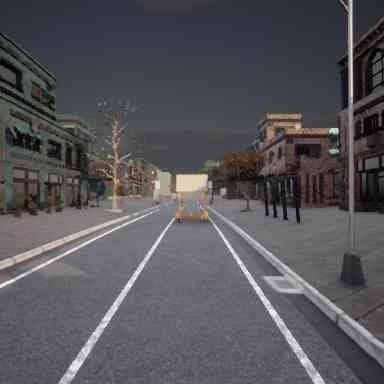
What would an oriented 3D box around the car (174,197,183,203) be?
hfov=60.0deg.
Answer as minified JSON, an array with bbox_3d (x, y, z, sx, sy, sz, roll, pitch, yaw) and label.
[{"bbox_3d":[-3.000,1.779,75.922,2.033,1.411,5.357,0,0,0],"label":"car"}]

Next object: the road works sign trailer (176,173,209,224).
[{"bbox_3d":[0.000,0.422,24.403,2.380,3.560,2.880,0,0,0],"label":"road works sign trailer"}]
